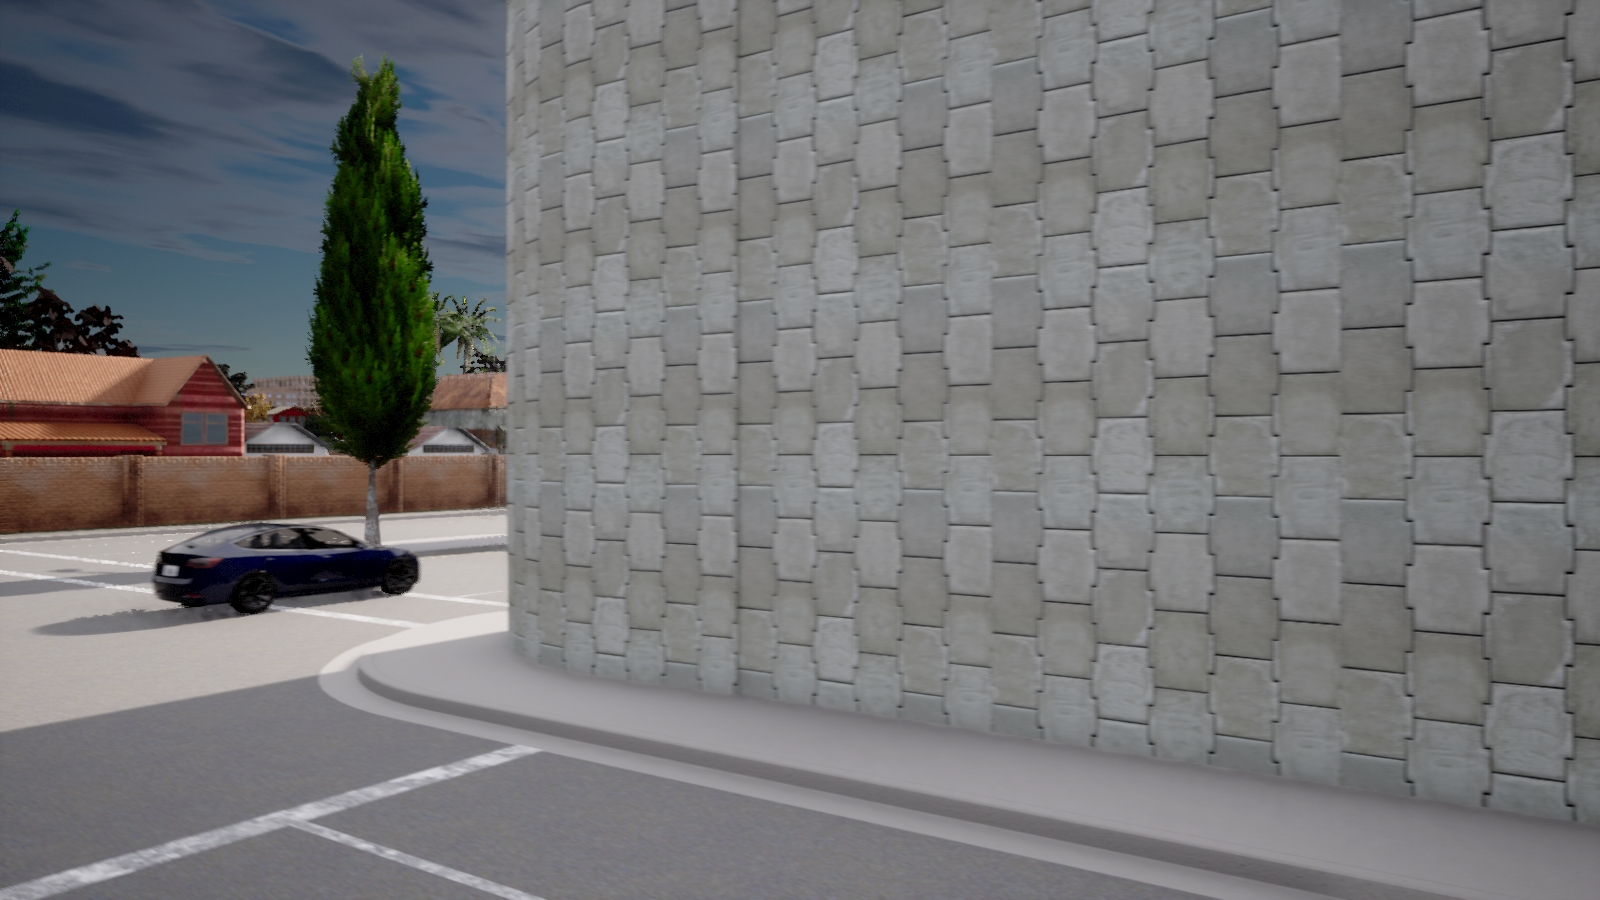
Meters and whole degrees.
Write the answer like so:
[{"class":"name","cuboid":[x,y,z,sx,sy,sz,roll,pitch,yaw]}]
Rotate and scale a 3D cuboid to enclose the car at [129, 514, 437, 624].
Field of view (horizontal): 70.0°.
[{"class":"car","cuboid":[-9.353,2.071,21.102,2.163,1.488,4.792,0,0,32]}]
